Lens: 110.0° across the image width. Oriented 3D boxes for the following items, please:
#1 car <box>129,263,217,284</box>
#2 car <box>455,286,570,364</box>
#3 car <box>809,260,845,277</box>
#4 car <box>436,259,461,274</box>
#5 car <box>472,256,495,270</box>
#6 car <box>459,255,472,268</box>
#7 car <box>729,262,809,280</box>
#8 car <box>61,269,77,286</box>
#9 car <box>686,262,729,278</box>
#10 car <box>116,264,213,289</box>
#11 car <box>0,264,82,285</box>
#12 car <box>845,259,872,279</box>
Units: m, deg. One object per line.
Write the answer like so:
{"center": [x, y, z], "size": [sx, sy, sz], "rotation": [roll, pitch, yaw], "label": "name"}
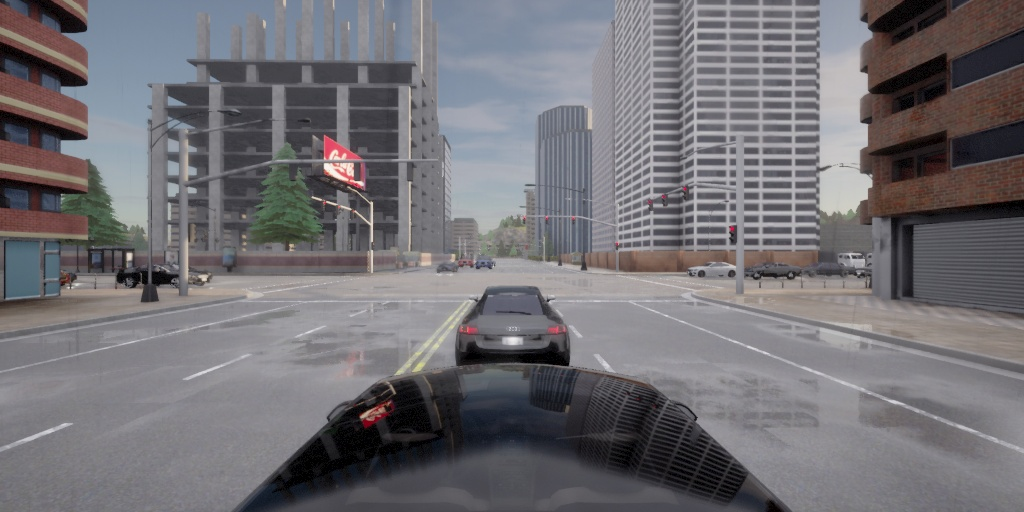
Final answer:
{"center": [-24.698, 1.276, 26.246], "size": [4.674, 1.442, 1.812], "rotation": [0, 0, -1], "label": "car"}
{"center": [0.009, 1.314, 7.674], "size": [1.994, 1.385, 4.181], "rotation": [0, 0, 0], "label": "car"}
{"center": [29.662, 1.297, 34.238], "size": [5.357, 1.411, 2.033], "rotation": [0, 0, -1], "label": "car"}
{"center": [-7.482, 1.314, 41.665], "size": [1.994, 1.385, 4.181], "rotation": [0, 0, -1], "label": "car"}
{"center": [-4.078, 0.972, 52.119], "size": [2.150, 2.045, 5.566], "rotation": [0, 0, -1], "label": "car"}
{"center": [-7.644, 0.973, 60.323], "size": [2.150, 2.045, 5.566], "rotation": [0, 0, 0], "label": "car"}
{"center": [21.845, 1.241, 30.627], "size": [4.902, 1.511, 2.128], "rotation": [0, 0, -1], "label": "car"}
{"center": [-31.119, 1.102, 22.631], "size": [4.553, 1.767, 2.097], "rotation": [0, 0, -1], "label": "car"}
{"center": [19.080, 1.276, 34.066], "size": [4.674, 1.442, 1.812], "rotation": [0, 0, -1], "label": "car"}
{"center": [-22.017, 1.241, 22.763], "size": [4.902, 1.511, 2.128], "rotation": [0, 0, -1], "label": "car"}
{"center": [-34.601, 1.314, 26.081], "size": [4.181, 1.385, 1.994], "rotation": [0, 0, -1], "label": "car"}
{"center": [32.218, 1.241, 30.768], "size": [4.902, 1.511, 2.128], "rotation": [0, 0, -1], "label": "car"}
